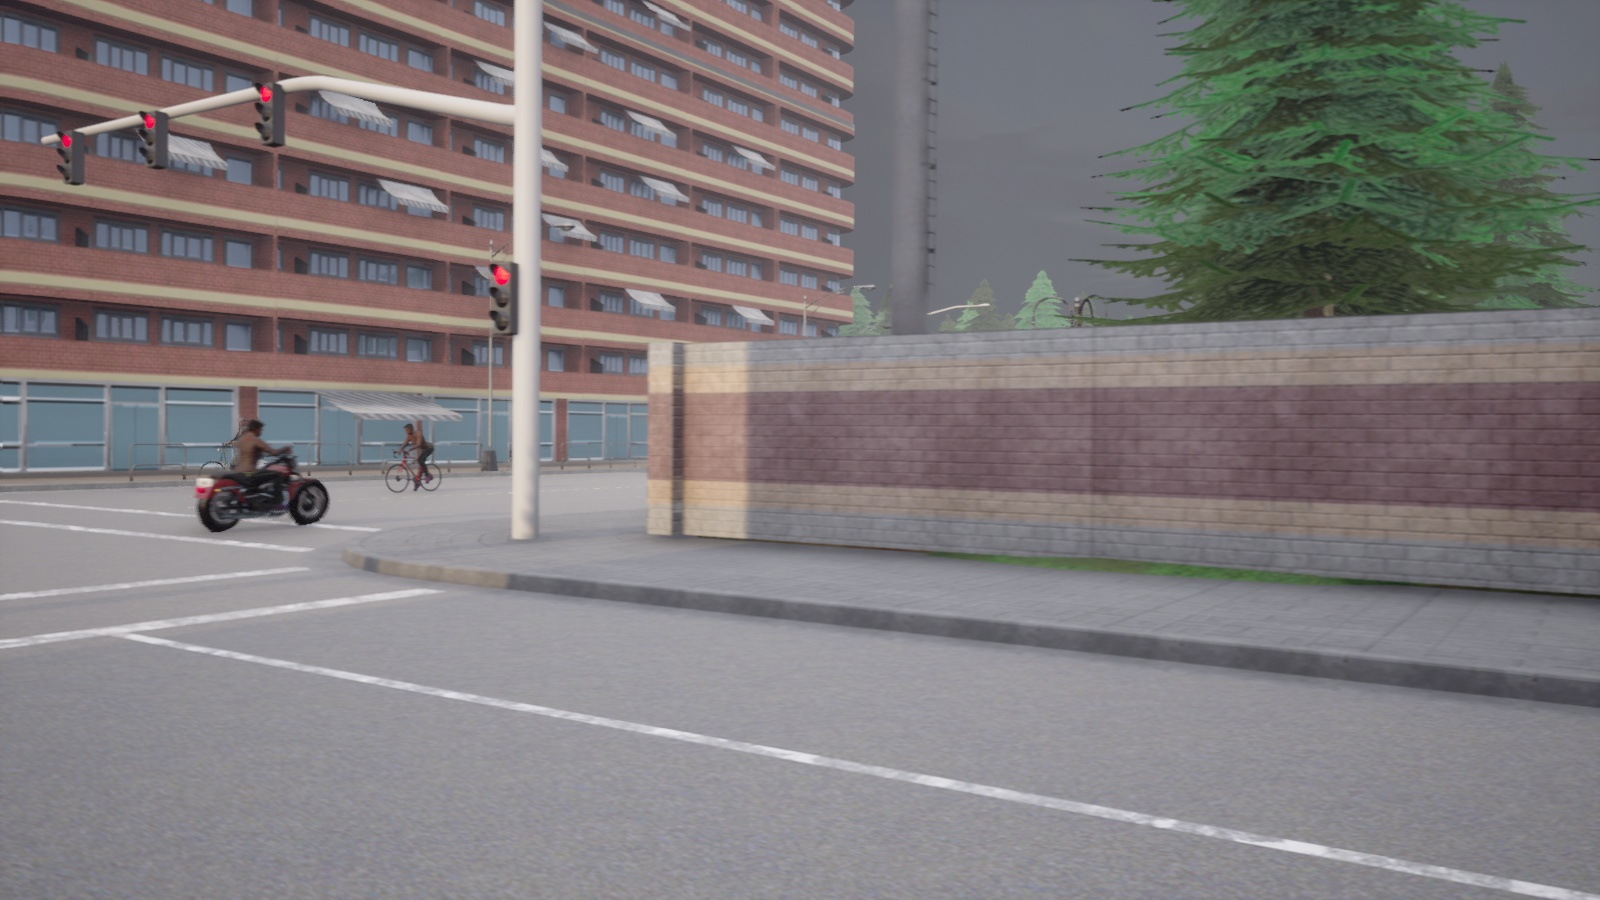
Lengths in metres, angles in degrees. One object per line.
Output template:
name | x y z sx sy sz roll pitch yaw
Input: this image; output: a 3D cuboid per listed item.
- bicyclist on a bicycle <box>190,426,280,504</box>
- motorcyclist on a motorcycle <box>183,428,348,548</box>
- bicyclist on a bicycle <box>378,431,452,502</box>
bicyclist on a bicycle | -13.301 0.328 29.607 0.659 1.776 1.843 0 1 33
motorcyclist on a motorcycle | -7.818 0.506 18.506 0.766 1.649 2.350 1 1 23
bicyclist on a bicycle | -9.073 0.370 29.671 0.582 1.620 1.656 0 1 33
